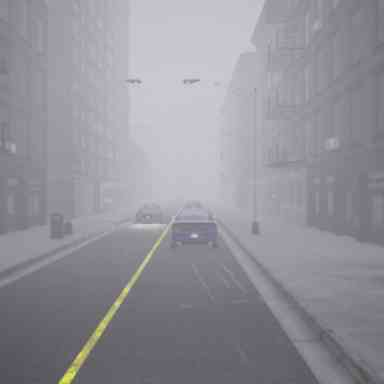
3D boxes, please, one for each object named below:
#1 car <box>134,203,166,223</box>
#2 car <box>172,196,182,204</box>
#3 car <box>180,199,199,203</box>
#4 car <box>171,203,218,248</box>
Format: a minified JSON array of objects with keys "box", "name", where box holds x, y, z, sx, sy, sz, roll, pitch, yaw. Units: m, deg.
[{"box":[-3.097,1.564,25.244,1.994,1.385,4.181,0,0,0],"name":"car"},{"box":[-3.005,1.485,66.010,1.837,1.490,4.892,0,0,0],"name":"car"},{"box":[0.103,1.563,34.134,1.994,1.385,4.181,0,0,0],"name":"car"},{"box":[0.099,1.477,14.842,1.882,1.535,5.008,0,0,0],"name":"car"}]
